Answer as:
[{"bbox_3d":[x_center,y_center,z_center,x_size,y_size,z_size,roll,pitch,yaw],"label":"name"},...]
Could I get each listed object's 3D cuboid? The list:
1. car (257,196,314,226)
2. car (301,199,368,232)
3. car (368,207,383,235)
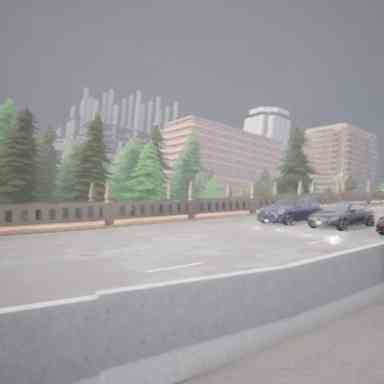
[{"bbox_3d":[6.304,1.105,21.317,4.553,1.767,2.097,-1,1,-35],"label":"car"},{"bbox_3d":[8.435,1.277,18.537,4.674,1.442,1.812,-2,1,-35],"label":"car"},{"bbox_3d":[10.539,1.314,15.738,4.181,1.385,1.994,-2,1,-35],"label":"car"}]
